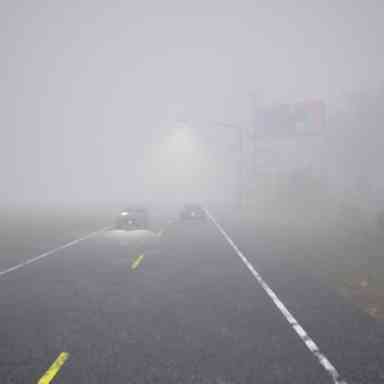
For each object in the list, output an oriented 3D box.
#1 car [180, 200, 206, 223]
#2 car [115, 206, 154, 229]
[{"bbox_3d":[0.076,1.563,25.812,1.994,1.385,4.181,0,0,0],"label":"car"},{"bbox_3d":[-3.587,1.563,21.243,1.994,1.385,4.181,0,0,0],"label":"car"}]
